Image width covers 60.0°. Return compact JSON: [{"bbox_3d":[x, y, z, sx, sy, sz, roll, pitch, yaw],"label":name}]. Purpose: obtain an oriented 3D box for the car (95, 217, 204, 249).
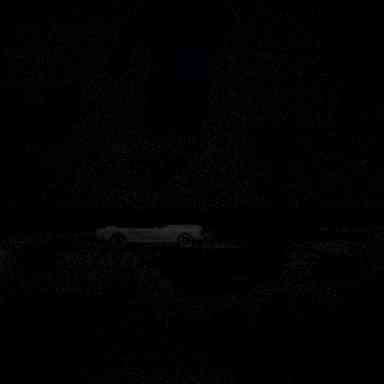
[{"bbox_3d":[-1.797,1.793,15.074,4.718,1.301,1.895,0,-1,0],"label":"car"}]
